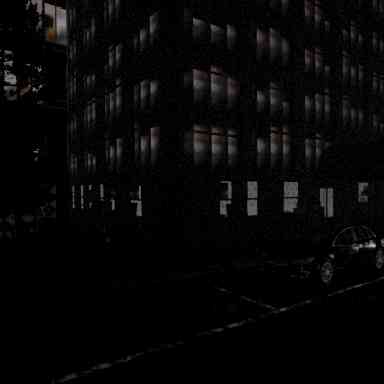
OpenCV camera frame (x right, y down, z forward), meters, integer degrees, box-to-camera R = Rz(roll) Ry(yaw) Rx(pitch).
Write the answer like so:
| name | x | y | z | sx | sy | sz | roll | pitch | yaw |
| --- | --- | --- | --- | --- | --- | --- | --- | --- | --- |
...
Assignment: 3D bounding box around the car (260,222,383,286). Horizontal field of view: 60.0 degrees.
| name | x | y | z | sx | sy | sz | roll | pitch | yaw |
| --- | --- | --- | --- | --- | --- | --- | --- | --- | --- |
| car | 3.800 | 1.549 | 9.305 | 4.403 | 1.369 | 2.008 | 0 | -1 | -36 |
